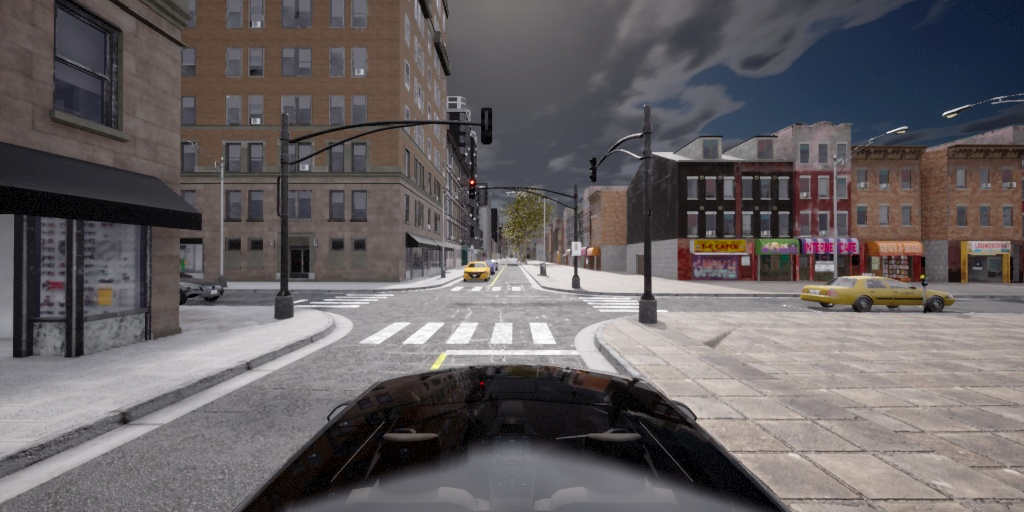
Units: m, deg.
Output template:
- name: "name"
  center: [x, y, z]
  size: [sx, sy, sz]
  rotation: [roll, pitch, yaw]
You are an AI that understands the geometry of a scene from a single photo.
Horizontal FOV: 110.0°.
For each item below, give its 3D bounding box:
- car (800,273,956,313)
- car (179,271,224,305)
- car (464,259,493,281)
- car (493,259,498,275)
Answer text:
- name: "car"
  center: [13.881, 1.346, 13.711]
  size: [4.829, 1.417, 1.751]
  rotation: [0, 0, 0]
- name: "car"
  center: [-14.412, 1.195, 14.537]
  size: [4.674, 1.442, 1.812]
  rotation: [0, 0, 0]
- name: "car"
  center: [-2.849, 1.214, 29.800]
  size: [1.882, 1.535, 5.008]
  rotation: [0, 0, 0]
- name: "car"
  center: [-2.860, 1.209, 39.205]
  size: [1.882, 1.535, 5.008]
  rotation: [0, 0, 0]
